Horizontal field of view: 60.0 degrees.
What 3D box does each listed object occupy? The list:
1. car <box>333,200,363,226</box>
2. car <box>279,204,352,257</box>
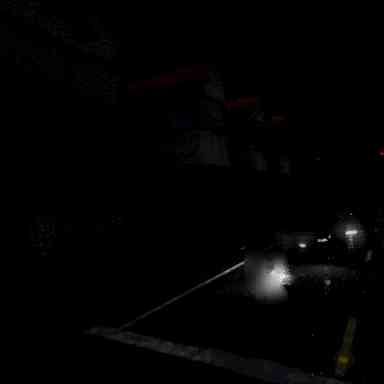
[{"bbox_3d":[10.003,1.283,21.716,2.128,1.511,4.902,-2,0,31],"label":"car"},{"bbox_3d":[4.794,1.446,12.871,1.837,1.490,4.892,-2,0,30],"label":"car"}]
